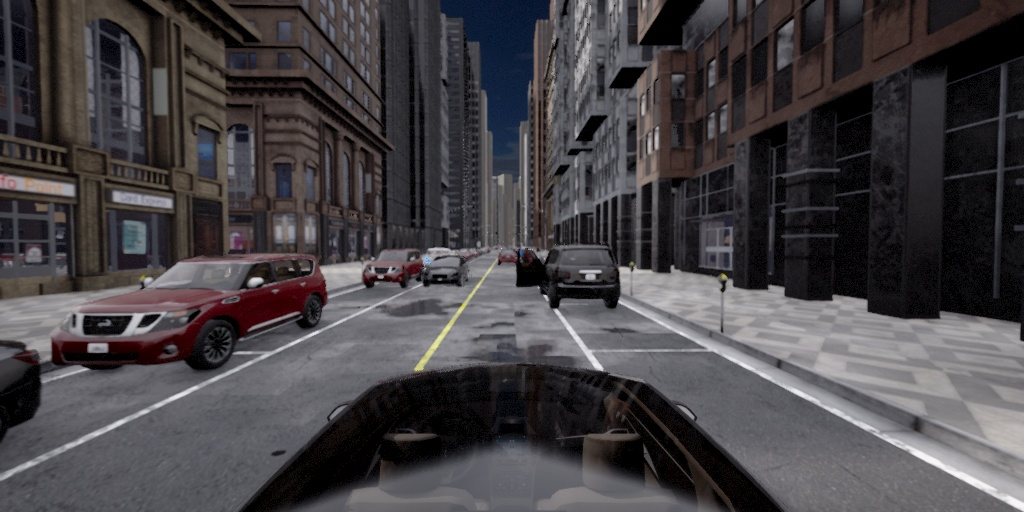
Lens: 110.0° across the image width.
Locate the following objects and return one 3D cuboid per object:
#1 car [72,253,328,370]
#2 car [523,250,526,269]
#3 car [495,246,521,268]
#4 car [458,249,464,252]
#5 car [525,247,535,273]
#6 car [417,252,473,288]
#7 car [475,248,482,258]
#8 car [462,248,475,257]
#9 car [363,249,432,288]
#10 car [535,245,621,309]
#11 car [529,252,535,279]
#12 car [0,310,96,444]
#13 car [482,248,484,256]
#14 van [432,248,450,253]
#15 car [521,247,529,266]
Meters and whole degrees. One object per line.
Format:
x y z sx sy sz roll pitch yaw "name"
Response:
-5.835 0.892 7.554 2.192 1.841 5.009 0 0 -1 "car"
2.333 0.300 35.668 1.802 1.307 4.207 0 0 -1 "car"
-0.410 0.006 37.872 2.097 1.767 4.553 0 2 0 "car"
-6.189 0.256 35.376 1.751 1.417 4.829 0 0 -1 "car"
2.405 0.326 30.070 1.967 1.591 4.097 0 0 -1 "car"
-3.313 0.741 18.682 1.837 1.490 4.892 0 2 -1 "car"
-6.476 -0.500 57.942 1.967 1.591 4.097 0 0 -1 "car"
-6.334 -0.165 46.744 1.967 1.591 4.097 0 0 -1 "car"
-5.977 0.551 18.751 2.192 1.841 5.009 0 0 -1 "car"
2.251 0.620 13.118 2.150 2.045 5.566 0 2 -1 "car"
2.476 0.606 24.470 2.007 1.370 4.403 0 0 -1 "car"
-5.763 1.314 1.955 1.948 1.339 4.313 0 0 -1 "car"
-6.548 -0.524 63.540 1.802 1.307 4.207 0 0 -1 "car"
-6.120 0.239 29.947 1.690 1.789 3.998 0 0 -1 "van"
2.262 -0.135 41.268 2.192 1.841 5.009 0 0 -1 "car"
